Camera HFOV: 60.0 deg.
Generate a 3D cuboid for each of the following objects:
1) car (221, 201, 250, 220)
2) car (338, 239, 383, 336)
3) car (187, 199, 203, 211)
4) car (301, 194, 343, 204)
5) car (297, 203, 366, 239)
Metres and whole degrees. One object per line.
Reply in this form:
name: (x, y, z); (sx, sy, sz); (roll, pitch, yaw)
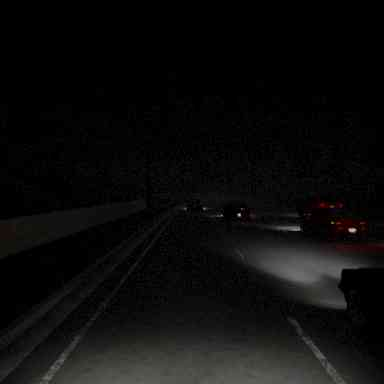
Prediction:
car: (3.607, 1.502, 27.730); (1.837, 1.490, 4.892); (0, 0, 0)
car: (3.600, 1.601, 3.963); (1.895, 1.301, 4.718); (0, 0, 0)
car: (0.363, 1.559, 41.458); (1.994, 1.385, 4.181); (0, 0, 2)
car: (10.595, 1.219, 27.779); (2.150, 2.045, 5.566); (0, 0, 0)
car: (7.101, 1.524, 17.040); (1.812, 1.442, 4.674); (0, 0, 0)
